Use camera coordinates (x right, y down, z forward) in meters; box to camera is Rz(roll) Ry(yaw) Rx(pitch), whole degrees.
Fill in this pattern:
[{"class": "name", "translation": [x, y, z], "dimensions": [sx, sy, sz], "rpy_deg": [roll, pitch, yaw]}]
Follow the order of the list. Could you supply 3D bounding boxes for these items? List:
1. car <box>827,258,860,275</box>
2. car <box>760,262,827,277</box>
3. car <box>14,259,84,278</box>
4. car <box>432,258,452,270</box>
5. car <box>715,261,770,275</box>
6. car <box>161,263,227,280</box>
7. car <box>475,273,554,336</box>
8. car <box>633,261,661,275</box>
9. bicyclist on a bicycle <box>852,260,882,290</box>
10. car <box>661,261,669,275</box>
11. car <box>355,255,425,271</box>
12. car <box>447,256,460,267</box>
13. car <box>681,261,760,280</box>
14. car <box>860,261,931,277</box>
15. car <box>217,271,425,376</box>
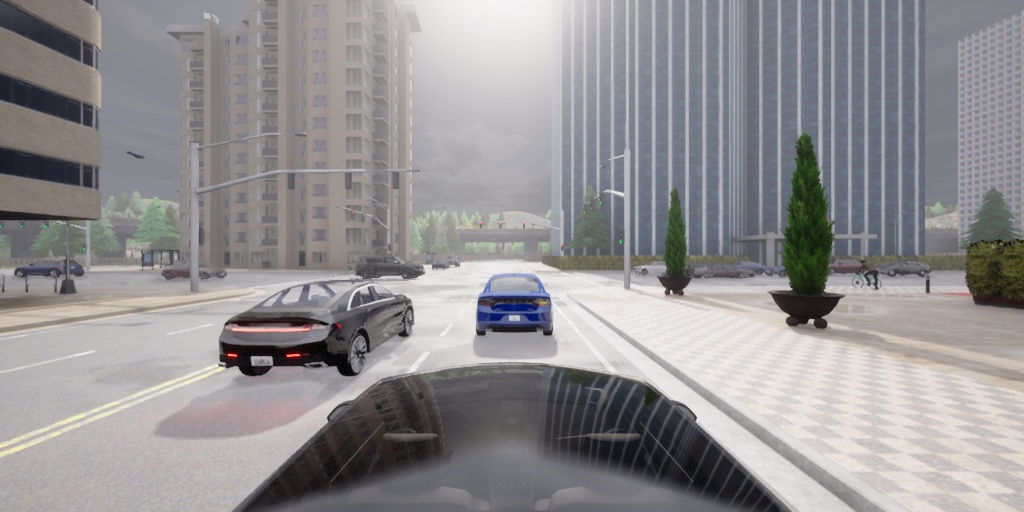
[{"class": "car", "translation": [34.351, 1.093, 37.996], "dimensions": [4.553, 1.767, 2.097], "rpy_deg": [0, 0, 0]}, {"class": "car", "translation": [26.906, 1.267, 34.420], "dimensions": [4.674, 1.442, 1.812], "rpy_deg": [0, 0, 0]}, {"class": "car", "translation": [-43.391, 1.094, 33.659], "dimensions": [4.553, 1.767, 2.097], "rpy_deg": [0, 0, -1]}, {"class": "car", "translation": [-10.633, 1.338, 53.547], "dimensions": [1.895, 1.301, 4.718], "rpy_deg": [0, 0, 0]}, {"class": "car", "translation": [24.266, 1.266, 37.896], "dimensions": [4.674, 1.442, 1.812], "rpy_deg": [0, 0, 0]}, {"class": "car", "translation": [-26.713, 1.268, 30.167], "dimensions": [4.674, 1.442, 1.812], "rpy_deg": [0, 0, -1]}, {"class": "car", "translation": [0.069, 1.225, 10.429], "dimensions": [1.882, 1.535, 5.008], "rpy_deg": [0, 0, 0]}, {"class": "car", "translation": [15.183, 1.266, 37.801], "dimensions": [4.674, 1.442, 1.812], "rpy_deg": [0, 0, -1]}, {"class": "bicyclist on a bicycle", "translation": [19.628, 1.046, 19.865], "dimensions": [0.582, 1.620, 1.656], "rpy_deg": [0, 0, -1]}, {"class": "car", "translation": [16.987, 1.305, 34.321], "dimensions": [4.181, 1.385, 1.994], "rpy_deg": [0, 0, -1]}, {"class": "car", "translation": [-10.278, 0.966, 30.325], "dimensions": [5.566, 2.045, 2.150], "rpy_deg": [0, 0, -1]}, {"class": "car", "translation": [-10.602, 0.955, 64.221], "dimensions": [2.150, 2.045, 5.566], "rpy_deg": [0, 0, 0]}, {"class": "car", "translation": [17.629, 1.290, 30.627], "dimensions": [5.357, 1.411, 2.033], "rpy_deg": [0, 0, -1]}, {"class": "car", "translation": [37.227, 1.233, 34.520], "dimensions": [4.902, 1.511, 2.128], "rpy_deg": [0, 0, 0]}, {"class": "car", "translation": [-3.447, 1.240, 7.390], "dimensions": [2.128, 1.511, 4.902], "rpy_deg": [0, 0, 0]}]
